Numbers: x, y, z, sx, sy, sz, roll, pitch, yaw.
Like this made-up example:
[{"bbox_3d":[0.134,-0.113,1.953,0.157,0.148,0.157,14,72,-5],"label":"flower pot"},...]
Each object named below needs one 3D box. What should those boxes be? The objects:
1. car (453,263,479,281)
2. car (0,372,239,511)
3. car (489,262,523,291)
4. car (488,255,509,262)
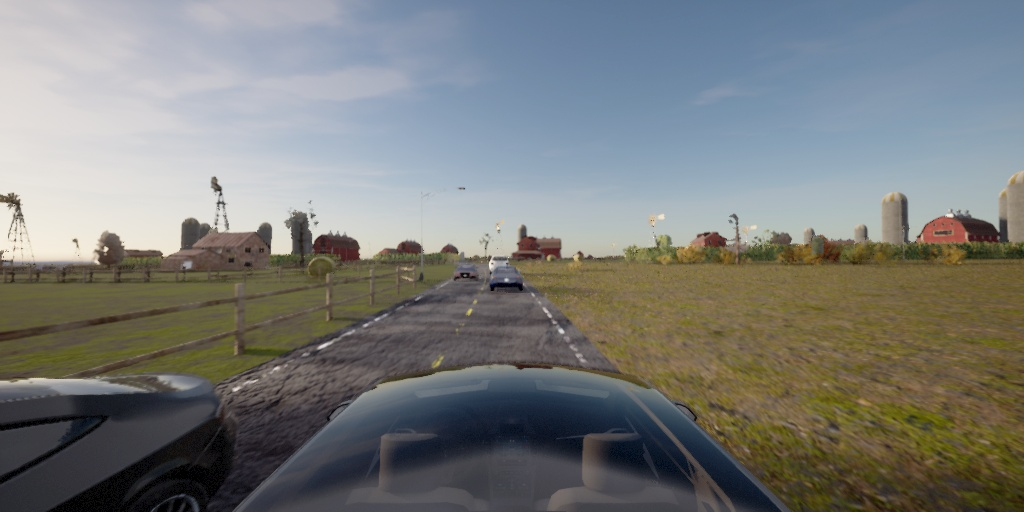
[{"bbox_3d":[-3.692,1.301,29.374,1.994,1.385,4.181,0,0,-3],"label":"car"},{"bbox_3d":[-2.876,1.281,0.734,1.812,1.442,4.674,0,0,0],"label":"car"},{"bbox_3d":[-0.379,1.299,22.056,1.994,1.385,4.181,0,0,-2],"label":"car"},{"bbox_3d":[-1.452,0.963,40.034,2.150,2.045,5.566,0,0,-4],"label":"car"}]
